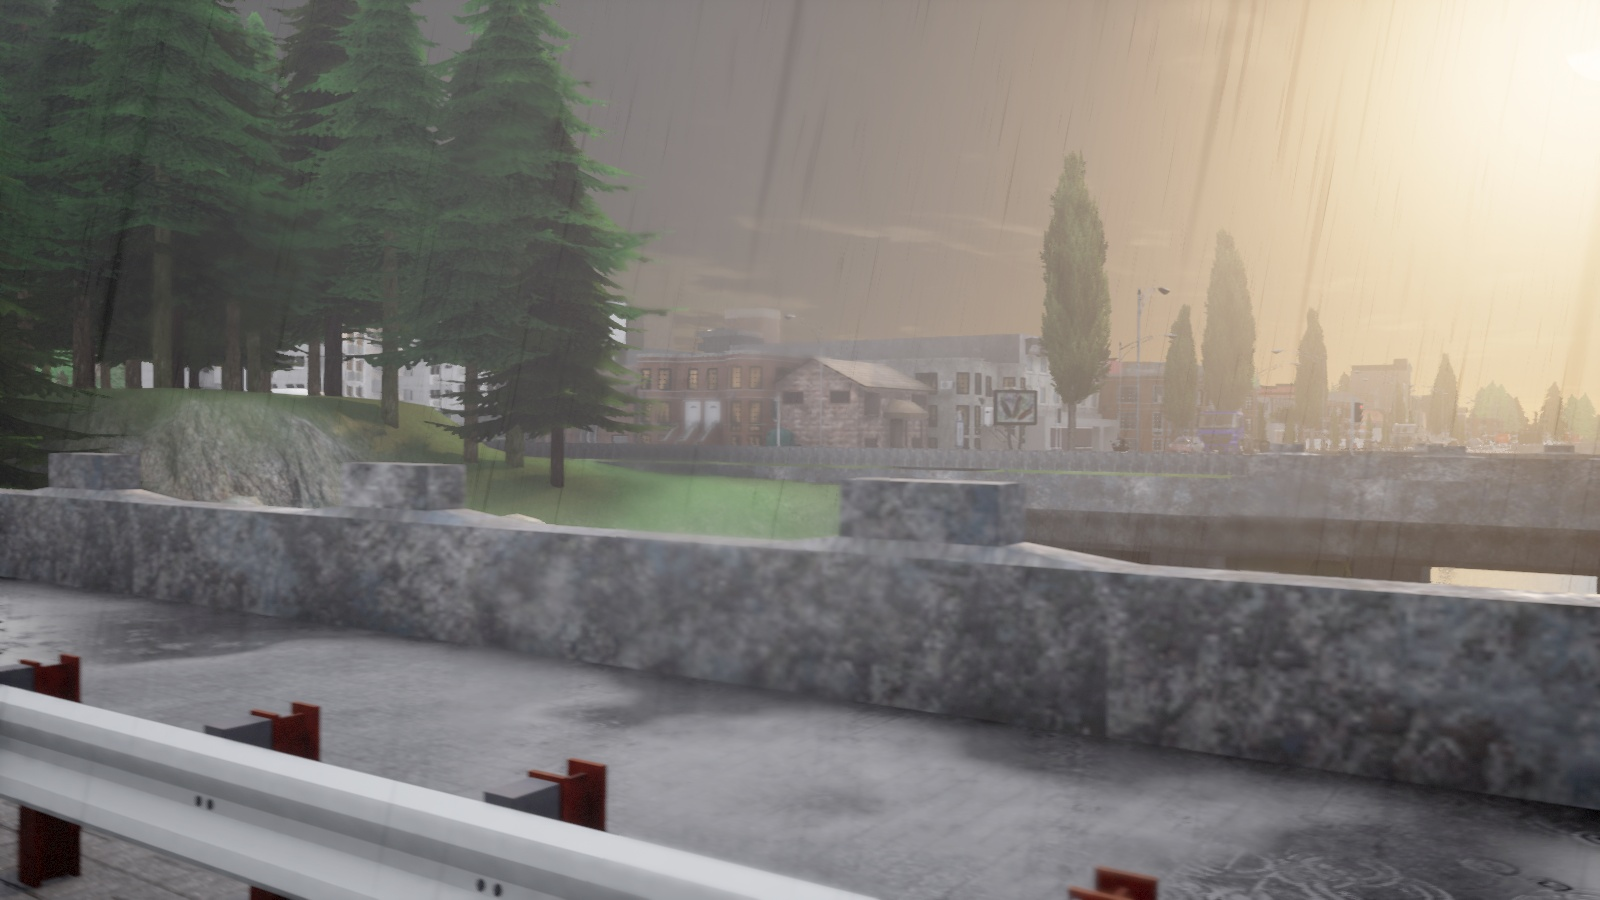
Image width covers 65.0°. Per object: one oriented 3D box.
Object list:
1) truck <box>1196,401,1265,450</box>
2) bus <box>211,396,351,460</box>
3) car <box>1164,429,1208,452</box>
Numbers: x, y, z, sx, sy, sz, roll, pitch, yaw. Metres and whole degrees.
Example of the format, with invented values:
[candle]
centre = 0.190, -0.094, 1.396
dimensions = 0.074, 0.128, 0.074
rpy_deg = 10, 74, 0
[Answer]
[truck]
centre = 32.159, -1.819, 93.608
dimensions = 2.891, 3.462, 7.936
rpy_deg = 0, 1, 34
[bus]
centre = -36.366, -1.515, 87.896
dimensions = 10.273, 4.253, 3.944
rpy_deg = 0, 1, 34
[car]
centre = 25.889, -0.637, 84.179
dimensions = 1.845, 1.501, 3.633
rpy_deg = 0, 1, 34
